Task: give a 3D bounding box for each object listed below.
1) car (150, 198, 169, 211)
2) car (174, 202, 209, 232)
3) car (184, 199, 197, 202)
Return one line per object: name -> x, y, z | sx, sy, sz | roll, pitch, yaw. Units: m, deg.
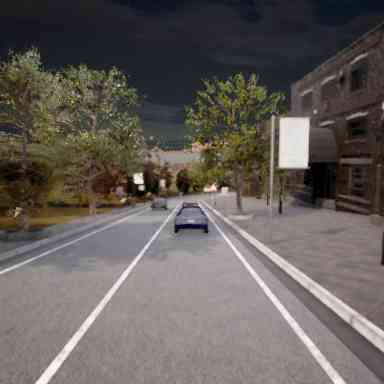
car -> -3.903, 1.461, 40.433 | 1.837, 1.490, 4.892 | 0, 0, 0
car -> -0.052, 1.536, 20.061 | 1.994, 1.385, 4.181 | 0, 0, 0
car -> -0.211, 1.546, 40.049 | 1.895, 1.301, 4.718 | 0, 0, 0
